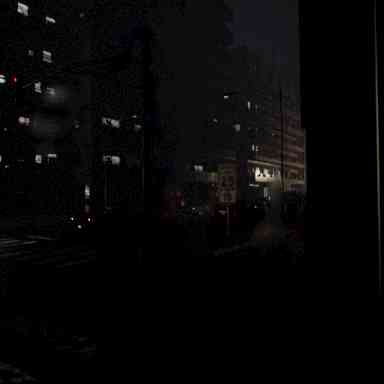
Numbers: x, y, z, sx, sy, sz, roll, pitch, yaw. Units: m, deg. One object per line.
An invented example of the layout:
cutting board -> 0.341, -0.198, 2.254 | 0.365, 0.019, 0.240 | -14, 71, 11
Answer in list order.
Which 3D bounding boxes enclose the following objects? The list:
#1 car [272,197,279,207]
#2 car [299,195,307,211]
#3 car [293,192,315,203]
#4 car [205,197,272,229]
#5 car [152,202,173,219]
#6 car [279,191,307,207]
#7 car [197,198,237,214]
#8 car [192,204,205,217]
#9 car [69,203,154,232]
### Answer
car -> 9.262, 1.310, 43.152 | 1.947, 1.339, 4.313 | -1, 0, 36
car -> 12.729, 1.195, 33.651 | 1.947, 1.339, 4.313 | -1, 0, 36
car -> 19.221, 0.929, 56.919 | 2.192, 1.841, 5.009 | -1, 0, 36
car -> 2.856, 1.200, 19.822 | 1.967, 1.590, 4.097 | -1, 0, 36
car -> -3.377, 1.458, 25.843 | 1.887, 1.381, 4.507 | -1, 0, 36
car -> 12.850, 0.898, 43.637 | 2.150, 2.045, 5.566 | -1, -1, 36
car -> 2.620, 1.383, 33.974 | 2.008, 1.369, 4.403 | -1, 0, 36
car -> 2.000, 1.420, 28.712 | 1.895, 1.301, 4.718 | -1, 0, 36
car -> -4.697, 1.511, 19.431 | 1.895, 1.301, 4.718 | -1, 0, 35
